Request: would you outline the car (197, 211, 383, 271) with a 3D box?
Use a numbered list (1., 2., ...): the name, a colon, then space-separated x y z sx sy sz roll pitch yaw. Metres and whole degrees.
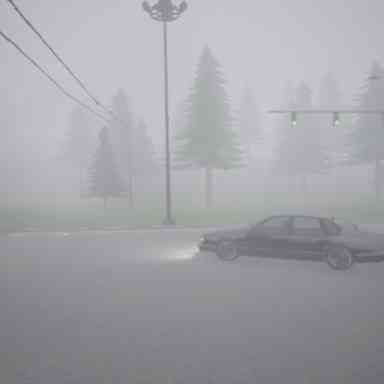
1. car: 2.883 1.293 9.733 5.357 1.411 2.033 0 1 25
